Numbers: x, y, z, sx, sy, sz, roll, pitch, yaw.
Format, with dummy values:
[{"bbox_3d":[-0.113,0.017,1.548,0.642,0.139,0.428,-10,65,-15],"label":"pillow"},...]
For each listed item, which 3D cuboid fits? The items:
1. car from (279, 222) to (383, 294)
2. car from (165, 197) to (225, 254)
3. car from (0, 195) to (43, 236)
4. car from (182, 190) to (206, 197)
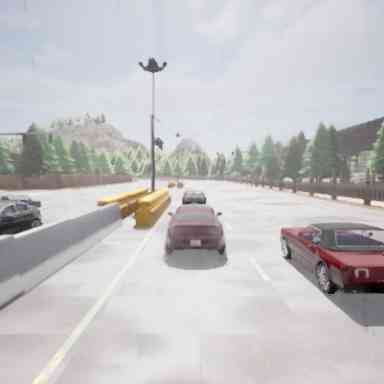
[{"bbox_3d":[3.601,1.383,8.162,1.895,1.301,4.718,0,2,0],"label":"car"},{"bbox_3d":[0.105,1.146,11.613,1.812,1.442,4.674,0,3,0],"label":"car"},{"bbox_3d":[-7.087,1.102,11.778,2.128,1.511,4.902,0,3,0],"label":"car"},{"bbox_3d":[0.137,0.464,26.643,1.895,1.301,4.718,0,3,-1],"label":"car"}]
